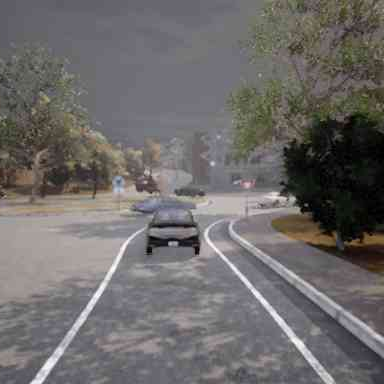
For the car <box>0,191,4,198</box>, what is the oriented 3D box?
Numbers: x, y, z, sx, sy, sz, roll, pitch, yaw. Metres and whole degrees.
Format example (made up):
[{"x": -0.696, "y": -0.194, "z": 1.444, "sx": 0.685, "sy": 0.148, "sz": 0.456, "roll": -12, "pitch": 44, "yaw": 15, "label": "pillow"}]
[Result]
[{"x": -29.581, "y": 0.240, "z": 47.866, "sx": 1.812, "sy": 1.442, "sz": 4.674, "roll": 1, "pitch": 1, "yaw": 31, "label": "car"}]

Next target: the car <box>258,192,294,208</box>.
[{"x": 8.433, "y": 0.734, "z": 31.933, "sx": 4.674, "sy": 1.442, "sz": 1.812, "roll": -1, "pitch": 1, "yaw": -31, "label": "car"}]

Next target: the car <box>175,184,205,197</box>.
[{"x": -0.375, "y": -0.172, "z": 52.135, "sx": 2.150, "sy": 2.045, "sz": 5.566, "roll": -1, "pitch": 2, "yaw": -43, "label": "car"}]

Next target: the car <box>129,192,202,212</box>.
[{"x": -2.097, "y": 0.982, "z": 25.375, "sx": 5.357, "sy": 1.411, "sz": 2.033, "roll": -2, "pitch": 2, "yaw": -41, "label": "car"}]

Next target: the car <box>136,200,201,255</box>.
[{"x": -0.693, "y": 1.316, "z": 12.677, "sx": 2.128, "sy": 1.511, "sz": 4.902, "roll": 0, "pitch": 2, "yaw": -3, "label": "car"}]
